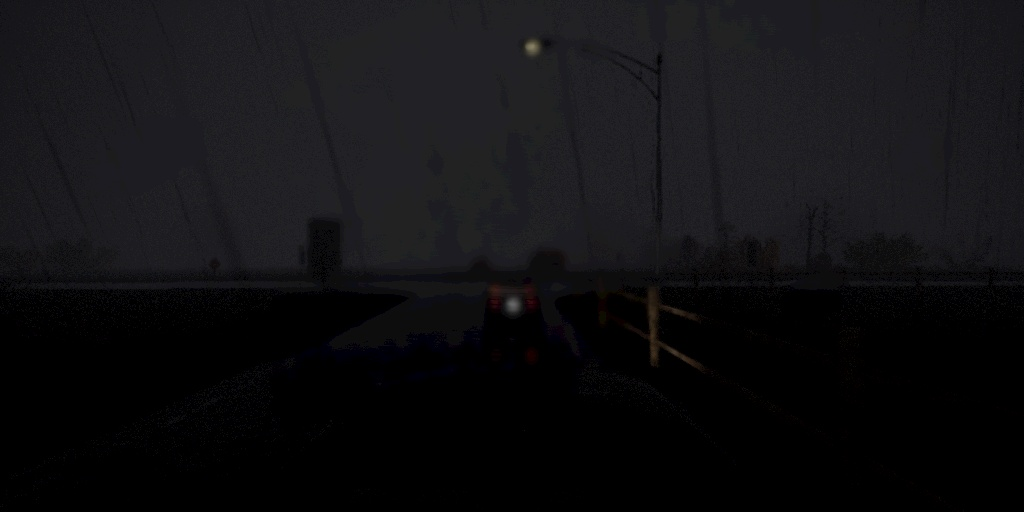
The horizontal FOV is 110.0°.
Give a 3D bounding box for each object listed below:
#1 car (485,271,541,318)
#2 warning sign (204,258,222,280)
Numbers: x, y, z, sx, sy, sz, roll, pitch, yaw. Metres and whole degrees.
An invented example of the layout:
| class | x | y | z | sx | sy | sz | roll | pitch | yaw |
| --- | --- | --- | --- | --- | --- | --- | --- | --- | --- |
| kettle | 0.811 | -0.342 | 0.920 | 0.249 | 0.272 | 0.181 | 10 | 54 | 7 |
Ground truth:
| class | x | y | z | sx | sy | sz | roll | pitch | yaw |
| --- | --- | --- | --- | --- | --- | --- | --- | --- | --- |
| car | 0.030 | 1.301 | 13.370 | 2.128 | 1.511 | 4.902 | 0 | 0 | 0 |
| warning sign | -25.375 | 1.079 | 30.633 | 1.060 | 1.860 | 1.300 | 0 | 0 | 0 |
